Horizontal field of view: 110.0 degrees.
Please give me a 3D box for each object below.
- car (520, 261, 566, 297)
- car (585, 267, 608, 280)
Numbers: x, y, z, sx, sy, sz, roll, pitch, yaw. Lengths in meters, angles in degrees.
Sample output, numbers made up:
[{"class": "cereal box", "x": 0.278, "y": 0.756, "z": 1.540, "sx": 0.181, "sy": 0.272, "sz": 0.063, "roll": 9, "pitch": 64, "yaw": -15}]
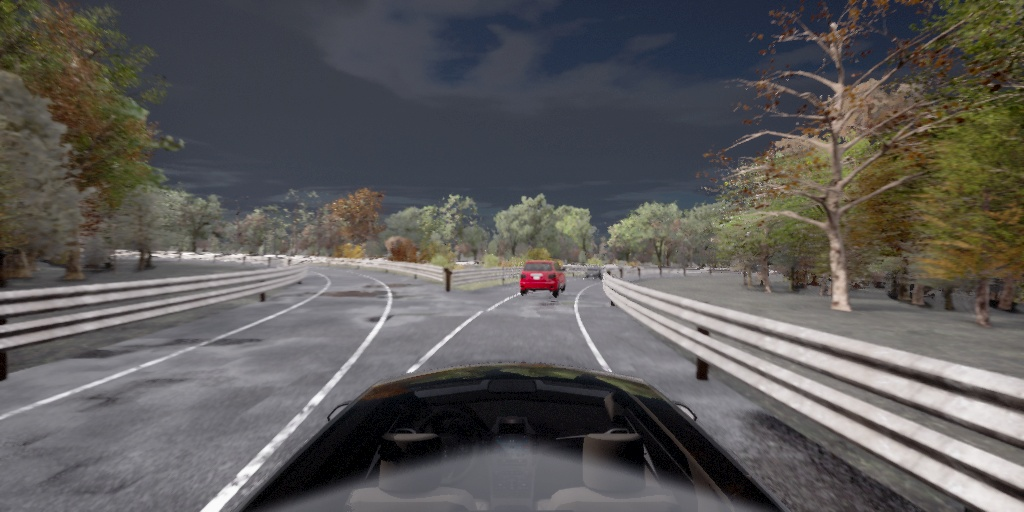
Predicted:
[{"class": "car", "x": 2.003, "y": 1.304, "z": 21.882, "sx": 2.150, "sy": 2.045, "sz": 5.566, "roll": -1, "pitch": -1, "yaw": 14}, {"class": "car", "x": 10.183, "y": 1.988, "z": 42.345, "sx": 2.128, "sy": 1.511, "sz": 4.902, "roll": 0, "pitch": -1, "yaw": 31}]
